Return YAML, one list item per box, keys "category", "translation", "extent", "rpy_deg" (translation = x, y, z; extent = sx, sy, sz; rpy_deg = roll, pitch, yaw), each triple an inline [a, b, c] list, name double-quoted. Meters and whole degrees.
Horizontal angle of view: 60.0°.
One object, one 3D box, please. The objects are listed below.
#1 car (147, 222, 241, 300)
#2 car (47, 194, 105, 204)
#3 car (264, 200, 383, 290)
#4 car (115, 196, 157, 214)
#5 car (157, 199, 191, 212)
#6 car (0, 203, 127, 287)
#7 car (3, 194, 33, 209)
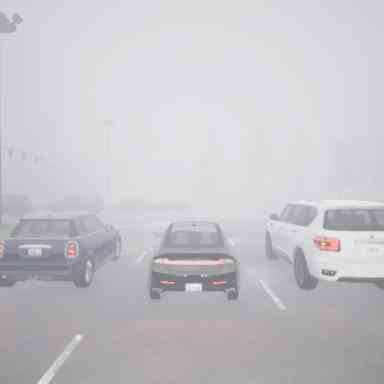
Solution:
- category: "car"
  translation: [0.054, 1.486, 8.361]
  extent: [2.128, 1.511, 4.902]
  rpy_deg: [0, 0, 1]
- category: "car"
  translation: [-11.143, 1.201, 32.010]
  extent: [5.566, 2.045, 2.150]
  rpy_deg: [0, -1, -3]
- category: "car"
  translation: [3.557, 1.216, 9.218]
  extent: [2.150, 2.045, 5.566]
  rpy_deg: [0, 0, 0]
- category: "car"
  translation: [-6.515, 1.330, 34.972]
  extent: [4.553, 1.767, 2.097]
  rpy_deg: [0, 0, 16]
- category: "car"
  translation: [-2.368, 1.502, 37.384]
  extent: [4.674, 1.442, 1.812]
  rpy_deg: [0, 0, 24]
- category: "car"
  translation: [-3.439, 1.346, 9.442]
  extent: [2.097, 1.767, 4.553]
  rpy_deg: [0, 0, 0]
- category: "car"
  translation: [-16.337, 1.203, 27.805]
  extent: [5.566, 2.045, 2.150]
  rpy_deg: [0, 0, -16]
